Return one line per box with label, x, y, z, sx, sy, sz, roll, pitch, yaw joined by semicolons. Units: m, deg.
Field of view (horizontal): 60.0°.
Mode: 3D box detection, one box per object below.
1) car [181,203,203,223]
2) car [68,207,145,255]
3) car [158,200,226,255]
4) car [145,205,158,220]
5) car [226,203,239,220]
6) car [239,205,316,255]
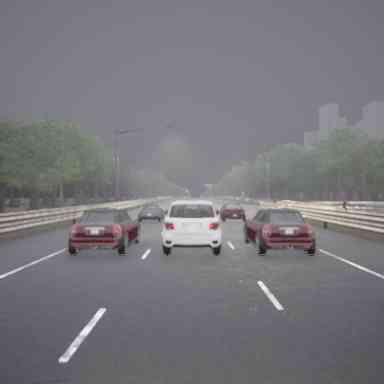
car;0.000;1.782;29.313;1.837;1.490;4.892;0;0;0
car;-3.499;1.485;14.092;2.097;1.767;4.553;0;-1;0
car;-0.002;1.351;14.022;2.150;2.045;5.566;0;0;0
car;-3.500;1.839;29.345;1.994;1.385;4.181;0;0;0
car;3.502;1.753;29.474;1.882;1.535;5.008;0;0;0
car;3.501;1.485;14.093;2.097;1.767;4.553;0;-1;0
